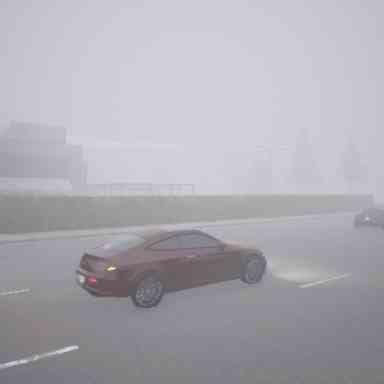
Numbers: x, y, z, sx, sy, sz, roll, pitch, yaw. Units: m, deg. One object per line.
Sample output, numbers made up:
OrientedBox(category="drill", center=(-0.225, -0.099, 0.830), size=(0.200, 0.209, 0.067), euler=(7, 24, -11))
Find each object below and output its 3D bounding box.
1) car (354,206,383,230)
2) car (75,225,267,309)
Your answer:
OrientedBox(category="car", center=(12.043, 1.563, 20.911), size=(4.181, 1.385, 1.994), euler=(0, 0, -35))
OrientedBox(category="car", center=(-0.297, 1.525, 7.846), size=(4.674, 1.442, 1.812), euler=(0, 0, -36))
